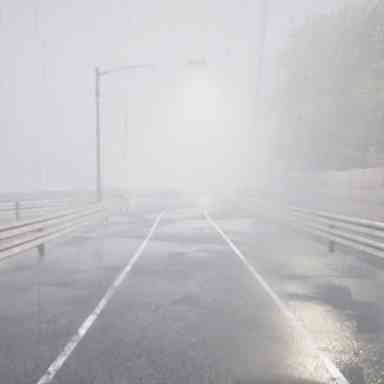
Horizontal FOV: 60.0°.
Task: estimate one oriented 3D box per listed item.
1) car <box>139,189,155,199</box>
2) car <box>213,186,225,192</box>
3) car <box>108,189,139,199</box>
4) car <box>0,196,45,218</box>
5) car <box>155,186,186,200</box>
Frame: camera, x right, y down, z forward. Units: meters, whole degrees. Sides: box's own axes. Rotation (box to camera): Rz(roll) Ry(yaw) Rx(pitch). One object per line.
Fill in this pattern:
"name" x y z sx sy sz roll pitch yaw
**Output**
"car" -6.093 0.324 49.332 2.033 1.411 5.357 1 2 24
"car" 7.006 -0.895 86.823 1.882 1.535 5.008 0 2 24
"car" -10.265 0.325 48.580 1.837 1.490 4.892 0 2 24
"car" -13.229 1.010 24.703 2.128 1.511 4.902 0 2 24
"car" -2.875 0.162 47.922 2.097 1.767 4.553 1 2 24
